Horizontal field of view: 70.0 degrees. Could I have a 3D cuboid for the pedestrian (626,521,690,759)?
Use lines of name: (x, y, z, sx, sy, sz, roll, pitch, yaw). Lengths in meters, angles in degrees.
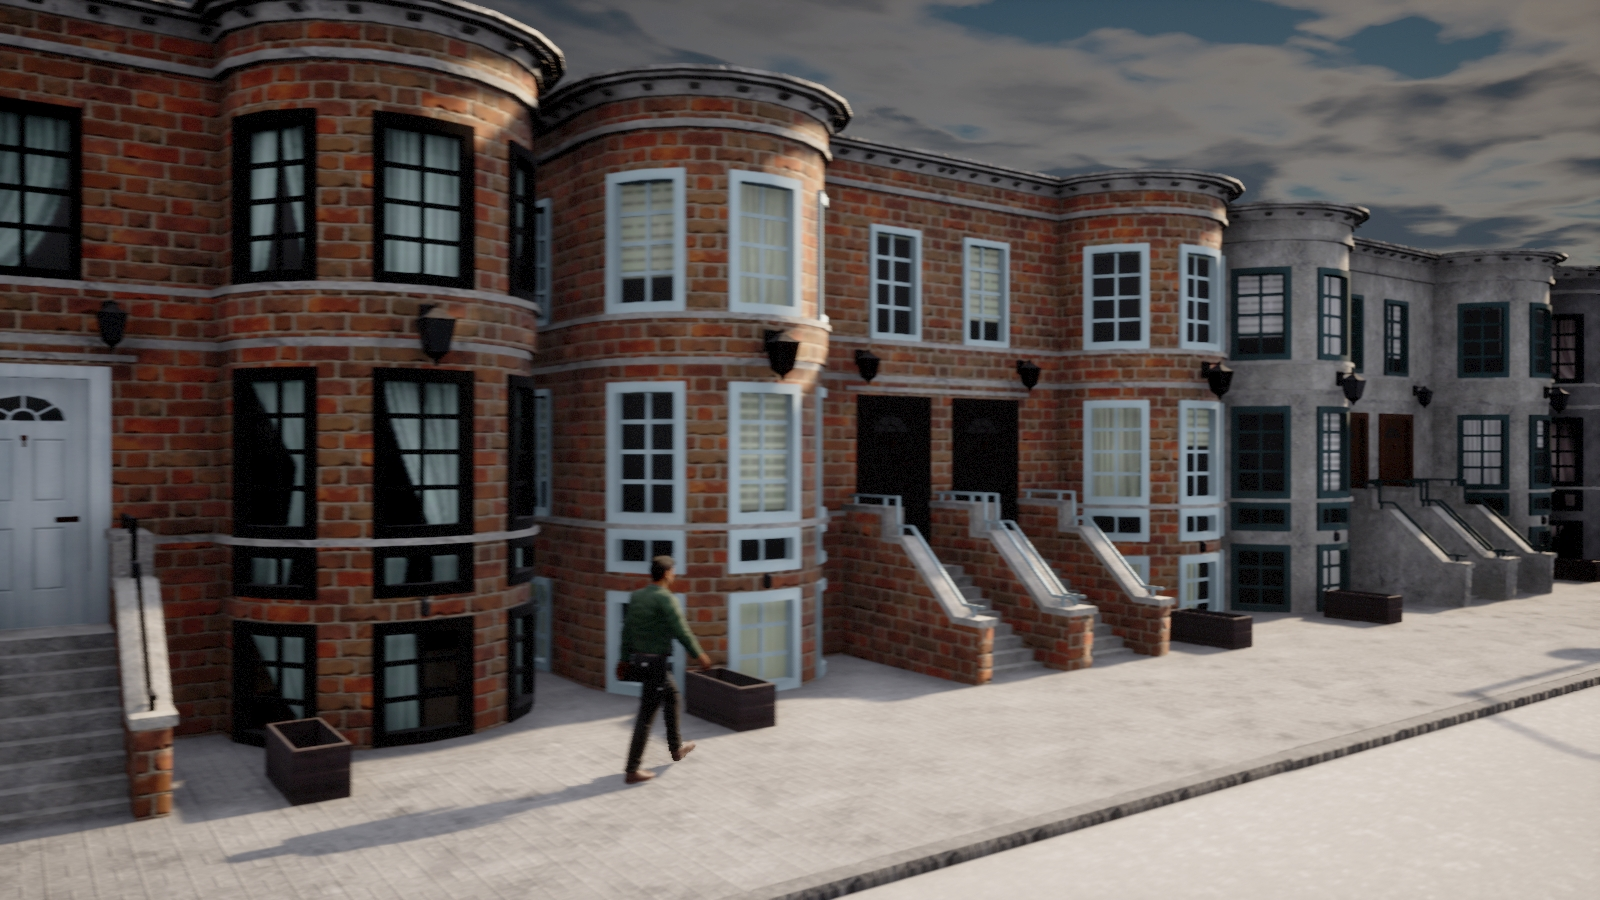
pedestrian: (-1.164, 1.528, 9.367, 0.375, 1.860, 0.375, 0, 0, -43)
